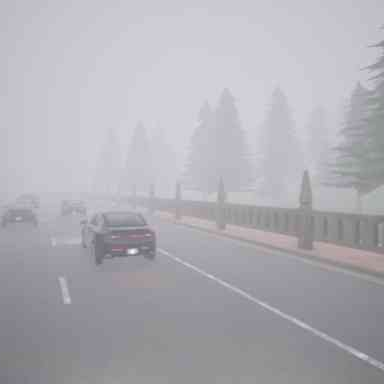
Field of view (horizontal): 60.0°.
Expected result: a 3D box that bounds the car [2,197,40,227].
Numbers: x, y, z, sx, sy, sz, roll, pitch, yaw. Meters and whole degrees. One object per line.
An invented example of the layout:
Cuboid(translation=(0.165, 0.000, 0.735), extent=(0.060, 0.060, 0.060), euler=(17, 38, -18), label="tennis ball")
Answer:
Cuboid(translation=(-10.600, 1.291, 20.647), extent=(1.812, 1.442, 4.674), euler=(0, 1, -24), label="car")

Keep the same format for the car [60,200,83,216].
Cuboid(translation=(-10.227, 1.305, 28.375), extent=(1.895, 1.301, 4.718), euler=(0, 1, -24), label="car")

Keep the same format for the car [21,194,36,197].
Cuboid(translation=(-17.881, 0.944, 36.379), extent=(2.097, 1.767, 4.553), euler=(0, 1, -27), label="car")

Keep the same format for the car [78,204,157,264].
Cuboid(translation=(-2.664, 1.393, 11.553), extent=(1.837, 1.490, 4.892), euler=(0, 1, -24), label="car")
